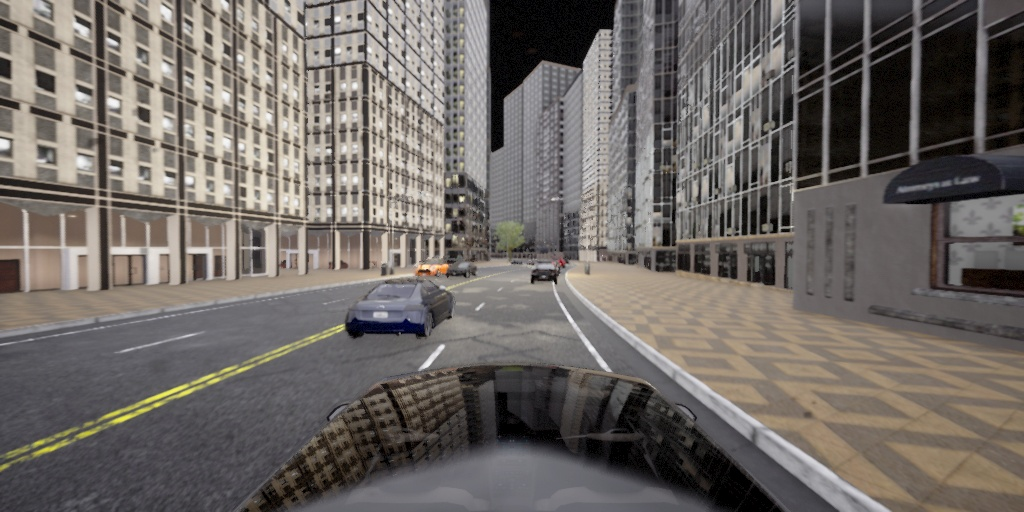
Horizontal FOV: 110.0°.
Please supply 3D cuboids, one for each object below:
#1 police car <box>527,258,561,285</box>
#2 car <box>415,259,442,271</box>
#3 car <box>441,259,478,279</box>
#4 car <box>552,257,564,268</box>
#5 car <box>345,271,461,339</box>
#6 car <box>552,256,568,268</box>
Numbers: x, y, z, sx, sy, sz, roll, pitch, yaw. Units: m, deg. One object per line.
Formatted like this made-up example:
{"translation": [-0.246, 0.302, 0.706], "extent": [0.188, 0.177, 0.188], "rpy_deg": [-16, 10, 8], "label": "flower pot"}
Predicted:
{"translation": [2.433, 1.195, 26.827], "extent": [1.930, 1.638, 5.238], "rpy_deg": [0, 0, 6], "label": "police car"}
{"translation": [-7.478, 1.069, 33.998], "extent": [2.097, 1.767, 4.553], "rpy_deg": [0, 0, 8], "label": "car"}
{"translation": [-4.436, 1.212, 32.344], "extent": [1.882, 1.535, 5.008], "rpy_deg": [0, 0, 8], "label": "car"}
{"translation": [4.700, 1.263, 42.155], "extent": [1.882, 1.535, 5.008], "rpy_deg": [0, 0, 10], "label": "car"}
{"translation": [-2.904, 1.307, 10.142], "extent": [1.994, 1.385, 4.181], "rpy_deg": [0, 0, 2], "label": "car"}
{"translation": [7.740, 1.021, 60.440], "extent": [2.150, 2.045, 5.566], "rpy_deg": [0, 0, 13], "label": "car"}
